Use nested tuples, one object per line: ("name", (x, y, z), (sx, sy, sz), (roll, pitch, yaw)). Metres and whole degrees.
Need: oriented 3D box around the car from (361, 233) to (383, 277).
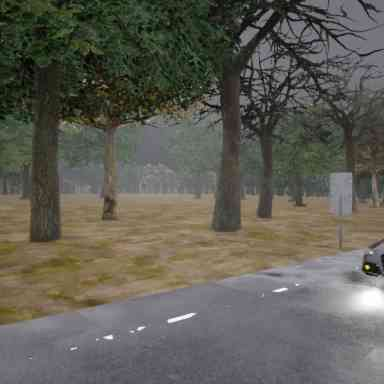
("car", (6.382, 1.568, 9.012), (4.181, 1.385, 1.994), (0, 0, -39))
